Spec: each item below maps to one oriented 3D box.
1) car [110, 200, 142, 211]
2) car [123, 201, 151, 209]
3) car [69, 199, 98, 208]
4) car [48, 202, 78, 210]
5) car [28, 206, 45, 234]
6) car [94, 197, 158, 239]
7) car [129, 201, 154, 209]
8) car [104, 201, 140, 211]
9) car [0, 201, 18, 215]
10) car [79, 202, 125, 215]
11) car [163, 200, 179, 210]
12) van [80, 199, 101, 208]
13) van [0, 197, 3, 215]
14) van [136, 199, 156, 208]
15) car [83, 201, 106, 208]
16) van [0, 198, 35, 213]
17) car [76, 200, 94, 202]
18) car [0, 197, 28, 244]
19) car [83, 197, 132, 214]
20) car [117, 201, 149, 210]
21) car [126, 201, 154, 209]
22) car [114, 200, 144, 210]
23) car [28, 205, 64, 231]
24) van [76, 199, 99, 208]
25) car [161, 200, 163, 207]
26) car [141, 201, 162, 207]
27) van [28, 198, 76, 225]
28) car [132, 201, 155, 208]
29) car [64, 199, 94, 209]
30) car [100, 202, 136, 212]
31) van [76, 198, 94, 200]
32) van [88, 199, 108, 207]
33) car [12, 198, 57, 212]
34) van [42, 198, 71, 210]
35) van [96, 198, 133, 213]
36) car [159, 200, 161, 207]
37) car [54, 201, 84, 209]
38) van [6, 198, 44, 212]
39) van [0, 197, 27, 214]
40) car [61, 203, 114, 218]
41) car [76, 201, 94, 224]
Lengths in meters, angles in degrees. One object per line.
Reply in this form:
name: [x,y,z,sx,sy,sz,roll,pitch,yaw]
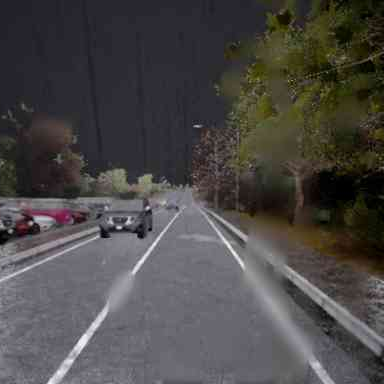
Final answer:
car: [-10.444,2.082,52.755,4.553,1.767,2.185,0,-2,0]
car: [-10.511,2.521,63.851,4.892,1.521,2.231,0,-2,0]
car: [-23.578,2.506,72.234,5.566,2.045,2.435,0,-2,0]
car: [-23.580,2.482,61.024,4.674,1.452,2.002,0,-2,0]
car: [-10.409,1.607,16.687,4.792,1.488,2.163,0,-1,0]
car: [-3.406,1.331,18.295,2.150,2.045,5.566,0,-1,0]
car: [-10.490,2.706,69.400,4.792,1.488,2.163,0,-2,0]
car: [-10.462,2.129,49.976,5.008,1.535,2.097,0,-2,0]
car: [-23.524,1.848,39.016,5.008,1.535,2.097,0,-1,0]
car: [-10.467,1.876,38.900,4.792,1.488,2.163,0,-1,0]
car: [-3.505,2.231,58.908,2.097,1.767,4.553,0,-2,0]
van: [-23.738,2.688,77.771,4.442,1.987,1.878,0,-2,0]
van: [-23.394,1.589,36.249,4.442,1.987,1.878,0,-1,0]
van: [-10.658,2.685,77.732,4.442,1.987,1.878,0,-2,0]
car: [-23.634,2.991,80.533,5.008,1.535,2.097,0,-2,0]
van: [-23.650,1.751,44.541,4.442,1.987,1.878,0,-2,0]
car: [-10.386,1.775,30.565,4.792,1.488,2.163,0,-1,0]
car: [-10.343,1.292,13.914,5.566,2.045,2.435,0,-1,0]
car: [-10.474,1.643,41.657,5.566,2.045,2.435,0,-2,0]
car: [-10.304,2.361,58.302,5.366,1.575,1.946,0,-2,0]
car: [-10.326,2.595,66.627,5.366,1.575,1.946,0,-2,0]
car: [-10.451,2.160,55.529,4.553,1.767,2.185,0,-2,0]
car: [-10.389,1.651,19.462,4.674,1.452,2.002,0,-1,0]
van: [-23.497,2.610,75.002,4.442,1.987,1.878,0,-2,0]
car: [-10.557,3.156,86.052,4.892,1.521,2.231,0,-2,0]
car: [-10.756,3.242,88.818,5.366,1.575,1.946,0,-2,0]
van: [-10.511,1.419,22.241,4.442,1.987,1.878,0,-1,0]
car: [-10.497,2.784,72.176,4.792,1.488,2.163,0,-2,0]
car: [-23.571,2.428,69.465,5.566,2.045,2.435,0,-2,0]
car: [-10.463,2.091,47.199,4.674,1.452,2.002,0,-2,0]
van: [-10.314,1.586,36.122,4.442,1.987,1.878,0,-1,0]
van: [-23.528,2.847,83.325,4.442,1.987,1.878,0,-2,-1]
car: [-23.519,1.878,49.956,5.566,2.045,2.435,0,-2,0]
van: [-23.686,2.138,58.261,4.442,1.987,1.878,0,-2,0]
van: [-10.336,1.747,44.432,4.442,1.987,1.878,0,-2,0]
car: [-10.578,3.019,80.501,4.792,1.488,2.163,0,-2,0]
car: [-23.579,2.523,63.918,5.008,1.535,2.097,0,-2,0]
van: [-23.657,1.826,47.185,4.442,1.987,1.878,0,-2,0]
van: [-23.409,1.669,41.640,4.442,1.987,1.878,0,-1,0]
car: [-10.426,1.819,33.342,4.674,1.452,2.002,0,-1,0]
car: [-10.407,1.678,25.015,5.008,1.535,2.097,0,-1,0]
